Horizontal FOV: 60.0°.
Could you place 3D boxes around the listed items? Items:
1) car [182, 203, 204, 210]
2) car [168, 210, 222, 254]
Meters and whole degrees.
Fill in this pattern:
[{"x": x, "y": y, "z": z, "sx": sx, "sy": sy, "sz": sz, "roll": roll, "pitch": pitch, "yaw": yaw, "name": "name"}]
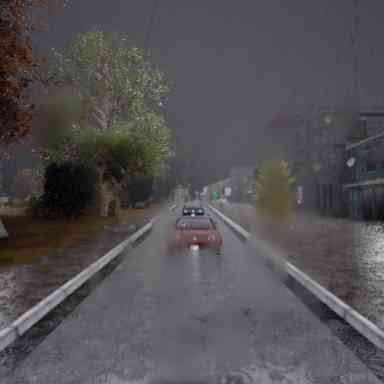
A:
[{"x": 0.093, "y": 1.619, "z": 29.730, "sx": 1.895, "sy": 1.301, "sz": 4.718, "roll": 0, "pitch": 0, "yaw": 0, "name": "car"}, {"x": 0.096, "y": 1.609, "z": 13.525, "sx": 1.895, "sy": 1.301, "sz": 4.718, "roll": 0, "pitch": 0, "yaw": 0, "name": "car"}]
